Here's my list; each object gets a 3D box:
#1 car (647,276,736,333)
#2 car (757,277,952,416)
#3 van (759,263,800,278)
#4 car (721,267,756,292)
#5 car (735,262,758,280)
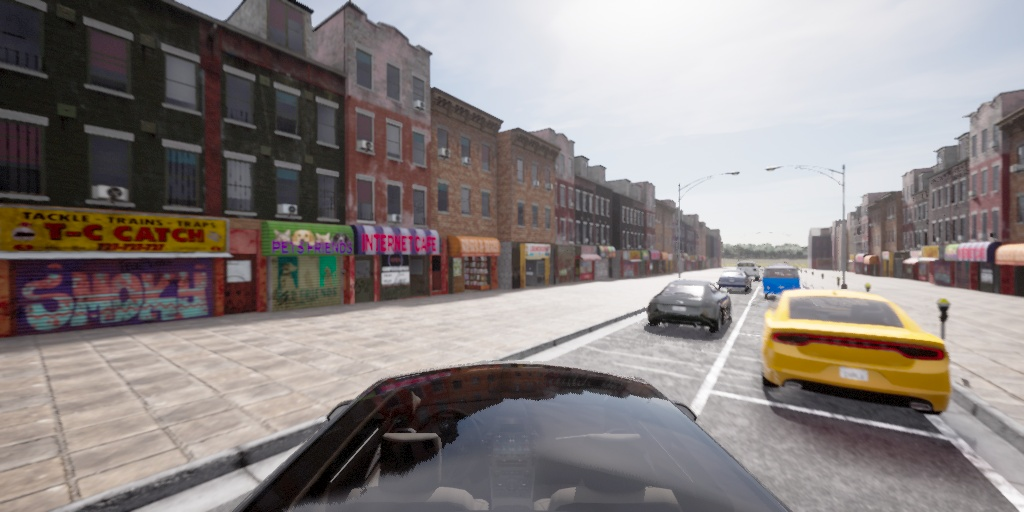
[{"bbox_3d":[5.881,1.481,11.721,1.994,1.385,4.181,0,-1,36],"label":"car"},{"bbox_3d":[5.627,1.328,6.395,1.882,1.535,5.008,0,-1,36],"label":"car"},{"bbox_3d":[15.210,1.435,20.293,1.690,1.789,3.998,0,0,36],"label":"van"},{"bbox_3d":[15.881,1.711,25.550,2.033,1.411,5.357,0,-1,36],"label":"car"},{"bbox_3d":[26.684,1.654,40.682,2.150,2.045,5.566,0,-1,35],"label":"car"}]
